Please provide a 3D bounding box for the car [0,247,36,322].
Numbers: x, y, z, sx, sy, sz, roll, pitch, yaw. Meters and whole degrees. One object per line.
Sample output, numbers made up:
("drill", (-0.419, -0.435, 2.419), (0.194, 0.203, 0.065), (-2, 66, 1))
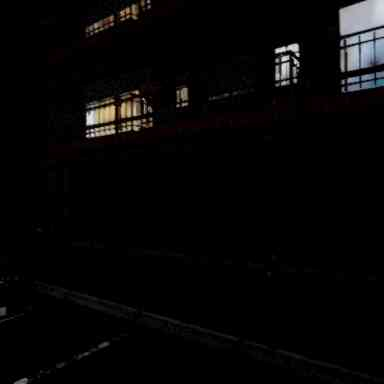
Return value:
("car", (-4.646, 1.558, 6.204), (4.403, 1.369, 2.008), (0, -1, 36))
